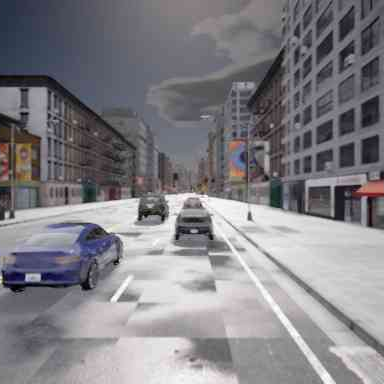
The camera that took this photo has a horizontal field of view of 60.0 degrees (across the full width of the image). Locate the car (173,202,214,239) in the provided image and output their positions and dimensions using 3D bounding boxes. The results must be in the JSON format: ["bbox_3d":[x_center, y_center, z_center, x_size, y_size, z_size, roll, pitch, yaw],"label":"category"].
[{"bbox_3d":[0.099,1.512,17.329,1.837,1.490,4.892,0,0,0],"label":"car"}]

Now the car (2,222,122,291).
[{"bbox_3d":[-3.148,1.529,8.891,1.812,1.442,4.674,0,0,0],"label":"car"}]

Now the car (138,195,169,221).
[{"bbox_3d":[-3.153,1.235,27.819,2.150,2.045,5.566,0,0,0],"label":"car"}]

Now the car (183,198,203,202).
[{"bbox_3d":[0.095,1.372,35.789,2.097,1.767,4.553,0,0,0],"label":"car"}]
